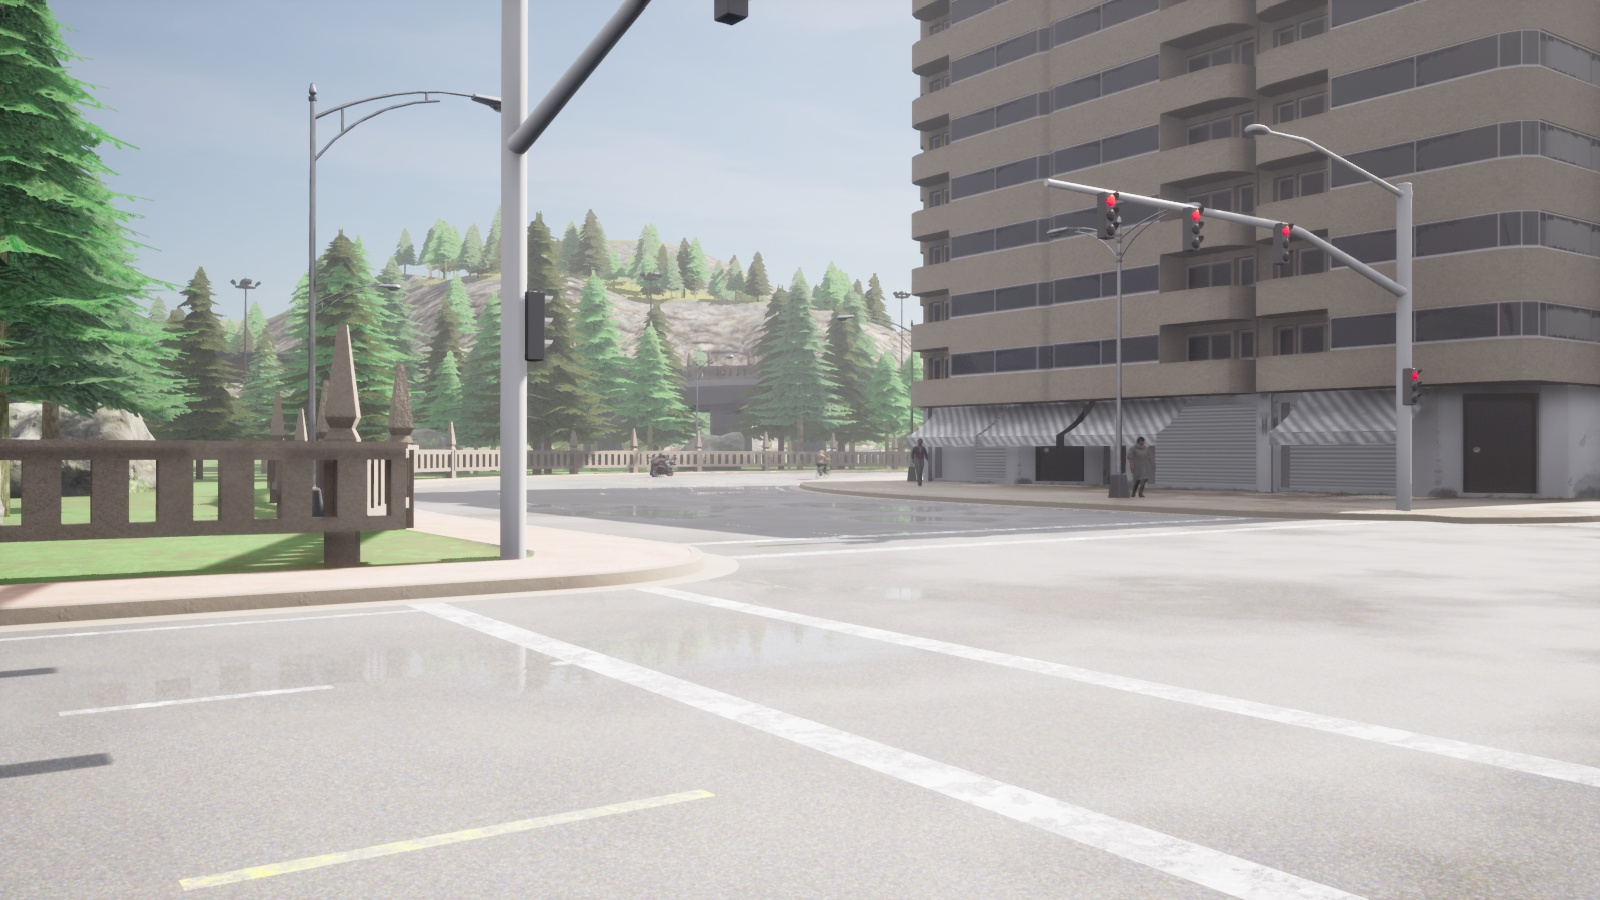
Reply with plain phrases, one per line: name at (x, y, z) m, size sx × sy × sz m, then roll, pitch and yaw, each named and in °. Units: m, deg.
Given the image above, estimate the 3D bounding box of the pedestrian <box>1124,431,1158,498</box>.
pedestrian at (10.027, 0.423, 36.972) m, size 0.659 × 1.952 × 0.873 m, roll 0°, pitch 0°, yaw -8°

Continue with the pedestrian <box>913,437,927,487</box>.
pedestrian at (4.603, 0.452, 48.247) m, size 0.402 × 1.930 × 0.666 m, roll 0°, pitch 0°, yaw -8°

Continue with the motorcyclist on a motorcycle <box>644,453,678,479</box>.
motorcyclist on a motorcycle at (-8.111, 0.921, 73.380) m, size 0.866 × 1.530 × 2.191 m, roll 0°, pitch 0°, yaw 29°
